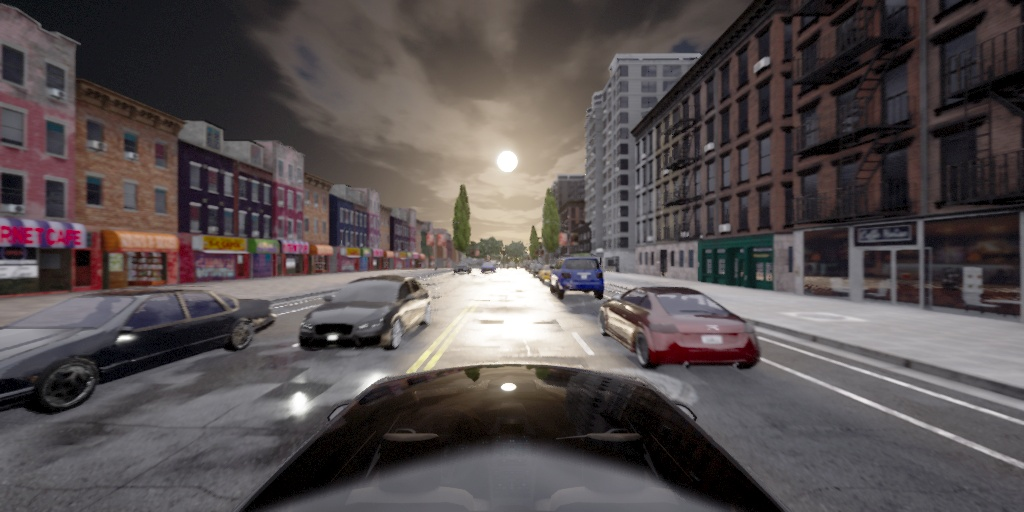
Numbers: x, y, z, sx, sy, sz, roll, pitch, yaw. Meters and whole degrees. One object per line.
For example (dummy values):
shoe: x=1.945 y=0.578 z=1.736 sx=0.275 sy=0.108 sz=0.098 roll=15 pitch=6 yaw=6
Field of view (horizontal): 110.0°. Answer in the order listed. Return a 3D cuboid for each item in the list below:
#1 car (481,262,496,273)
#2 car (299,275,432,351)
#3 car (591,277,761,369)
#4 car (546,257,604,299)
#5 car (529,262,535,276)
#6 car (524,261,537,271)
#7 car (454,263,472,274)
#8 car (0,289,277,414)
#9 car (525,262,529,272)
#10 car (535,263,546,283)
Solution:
car: x=-3.316 y=1.607 z=50.722 sx=1.882 sy=1.535 sz=5.008 roll=0 pitch=-1 yaw=0
car: x=-3.349 y=1.281 z=9.124 sx=1.837 sy=1.490 sz=4.892 roll=0 pitch=0 yaw=0
car: x=3.252 y=1.333 z=7.835 sx=1.994 sy=1.385 sz=4.181 roll=0 pitch=0 yaw=0
car: x=3.253 y=1.061 z=18.868 sx=2.150 sy=2.045 sz=5.566 roll=0 pitch=0 yaw=0
car: x=3.256 y=1.606 z=40.868 sx=1.895 sy=1.301 sz=4.718 roll=0 pitch=-1 yaw=0
car: x=3.259 y=1.771 z=62.846 sx=2.033 sy=1.649 sz=4.856 roll=0 pitch=-1 yaw=0
car: x=-6.567 y=1.655 z=48.078 sx=1.994 sy=1.385 sz=4.181 roll=0 pitch=-1 yaw=0
car: x=-6.601 y=1.309 z=6.288 sx=2.033 sy=1.411 sz=5.357 roll=0 pitch=0 yaw=0
car: x=3.258 y=1.694 z=51.841 sx=2.033 sy=1.411 sz=5.357 roll=0 pitch=-1 yaw=0
car: x=3.255 y=1.371 z=30.027 sx=1.801 sy=1.575 sz=5.366 roll=0 pitch=0 yaw=0
